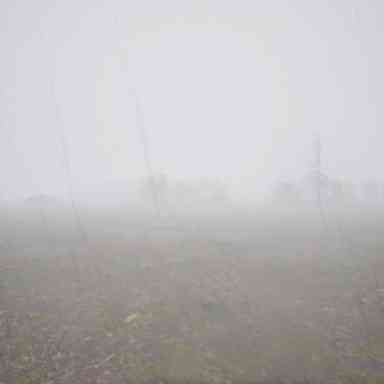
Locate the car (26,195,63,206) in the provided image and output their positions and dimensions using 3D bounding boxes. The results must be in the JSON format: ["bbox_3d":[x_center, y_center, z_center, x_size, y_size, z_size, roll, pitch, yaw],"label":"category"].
[{"bbox_3d":[-20.517,1.090,46.371,4.674,1.442,1.812,-1,0,-37],"label":"car"}]
